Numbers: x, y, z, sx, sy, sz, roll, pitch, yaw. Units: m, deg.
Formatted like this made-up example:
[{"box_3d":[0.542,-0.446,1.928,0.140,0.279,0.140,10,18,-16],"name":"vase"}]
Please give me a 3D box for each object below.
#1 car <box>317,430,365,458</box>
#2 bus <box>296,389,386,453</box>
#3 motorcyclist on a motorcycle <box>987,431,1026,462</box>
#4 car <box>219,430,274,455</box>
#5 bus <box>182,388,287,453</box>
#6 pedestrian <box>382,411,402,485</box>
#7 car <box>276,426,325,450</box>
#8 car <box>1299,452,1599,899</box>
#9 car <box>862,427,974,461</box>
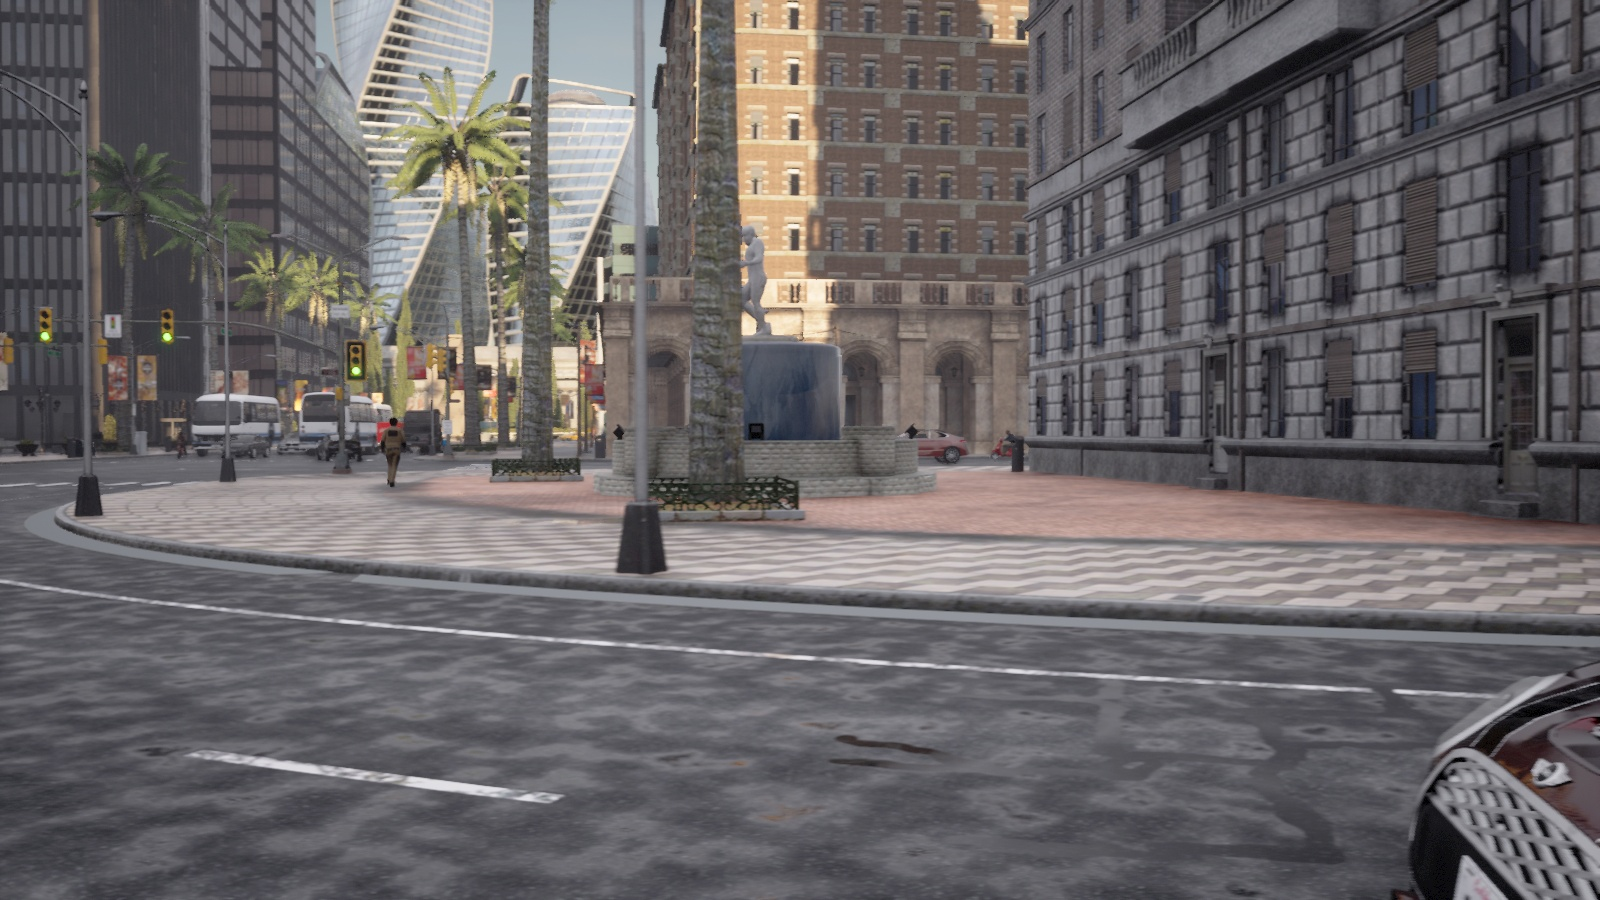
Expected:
[{"box_3d":[-25.799,-0.371,70.498,1.882,1.535,5.008,-1,1,-27],"name":"car"},{"box_3d":[-32.327,-2.033,89.002,3.944,4.253,10.273,0,1,-8],"name":"bus"},{"box_3d":[10.727,-0.167,65.151,1.817,1.590,0.866,0,1,-8],"name":"motorcyclist on a motorcycle"},{"box_3d":[-34.366,-0.494,78.093,1.837,1.490,4.892,0,1,-8],"name":"car"},{"box_3d":[-39.197,-2.039,87.573,3.944,4.253,10.273,0,1,-8],"name":"bus"},{"box_3d":[-10.612,-0.056,32.699,0.396,1.930,0.692,0,1,-9],"name":"pedestrian"},{"box_3d":[-36.118,-0.856,90.862,2.242,1.667,4.611,0,1,-8],"name":"car"},{"box_3d":[3.090,0.770,2.265,3.806,1.475,1.970,0,1,13],"name":"car"},{"box_3d":[5.678,-0.297,60.867,5.027,1.651,2.152,0,1,-7],"name":"car"}]
